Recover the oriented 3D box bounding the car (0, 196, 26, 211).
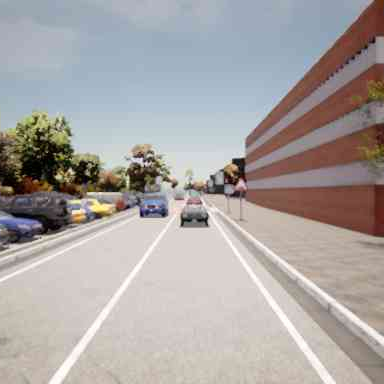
[{"bbox_3d":[-21.832,1.278,37.723,5.008,1.535,2.097,0,0,0],"label":"car"}]

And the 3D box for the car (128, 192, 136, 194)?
[{"bbox_3d":[-9.248,1.192,49.085,5.008,1.535,2.097,0,0,0],"label":"car"}]

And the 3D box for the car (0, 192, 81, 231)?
[{"bbox_3d":[-9.323,1.172,18.001,5.566,2.045,2.435,0,0,0],"label":"car"}]

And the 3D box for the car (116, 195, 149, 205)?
[{"bbox_3d":[-9.247,1.208,51.913,4.674,1.452,2.002,0,0,0],"label":"car"}]

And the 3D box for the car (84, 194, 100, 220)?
[{"bbox_3d":[-9.318,1.256,23.654,4.553,1.767,2.185,0,0,0],"label":"car"}]

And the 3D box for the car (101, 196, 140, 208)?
[{"bbox_3d":[-9.258,1.277,43.435,4.674,1.452,2.002,0,0,0],"label":"car"}]

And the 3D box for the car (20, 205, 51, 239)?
[{"bbox_3d":[-9.301,1.484,15.178,4.674,1.452,2.002,0,0,0],"label":"car"}]

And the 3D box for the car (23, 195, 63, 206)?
[{"bbox_3d":[-21.832,1.193,49.017,4.892,1.521,2.231,0,0,0],"label":"car"}]

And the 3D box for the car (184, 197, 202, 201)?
[{"bbox_3d":[0.303,1.309,41.596,1.994,1.385,4.181,0,-4,0],"label":"car"}]

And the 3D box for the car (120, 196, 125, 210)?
[{"bbox_3d":[-9.273,1.360,32.132,4.674,1.452,2.002,0,0,0],"label":"car"}]

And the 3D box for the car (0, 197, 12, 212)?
[{"bbox_3d":[-21.870,1.328,34.899,4.792,1.488,2.163,0,0,0],"label":"car"}]

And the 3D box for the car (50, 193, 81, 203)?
[{"bbox_3d":[-21.752,0.985,57.496,4.553,1.767,2.185,0,0,0],"label":"car"}]

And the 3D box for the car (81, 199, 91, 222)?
[{"bbox_3d":[-9.476,1.400,20.829,5.366,1.575,1.946,0,0,0],"label":"car"}]

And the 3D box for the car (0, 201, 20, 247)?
[{"bbox_3d":[-9.334,1.339,12.351,4.553,1.767,2.185,0,0,0],"label":"car"}]

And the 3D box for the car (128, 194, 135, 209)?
[{"bbox_3d":[-9.239,1.308,37.783,4.792,1.488,2.163,0,0,0],"label":"car"}]

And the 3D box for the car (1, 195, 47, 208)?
[{"bbox_3d":[-21.825,1.237,43.371,4.892,1.521,2.231,0,0,0],"label":"car"}]

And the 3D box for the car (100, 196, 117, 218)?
[{"bbox_3d":[-9.098,1.358,26.480,5.366,1.575,1.946,0,0,0],"label":"car"}]

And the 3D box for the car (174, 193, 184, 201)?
[{"bbox_3d":[-2.697,0.948,70.676,2.097,1.767,4.553,0,1,1],"label":"car"}]

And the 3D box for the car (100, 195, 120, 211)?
[{"bbox_3d":[-9.465,1.337,29.306,5.366,1.575,1.946,0,0,0],"label":"car"}]

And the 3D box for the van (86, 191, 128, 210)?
[{"bbox_3d":[-9.389,1.073,34.956,4.442,1.987,1.878,0,0,0],"label":"van"}]

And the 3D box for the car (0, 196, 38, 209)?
[{"bbox_3d":[-21.828,1.257,40.547,5.008,1.535,2.097,0,0,0],"label":"car"}]

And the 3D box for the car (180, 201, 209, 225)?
[{"bbox_3d":[0.170,1.529,23.293,1.895,1.301,4.718,0,0,0],"label":"car"}]

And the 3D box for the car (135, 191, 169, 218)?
[{"bbox_3d":[-3.239,1.114,29.343,2.150,2.045,5.566,0,0,0],"label":"car"}]
